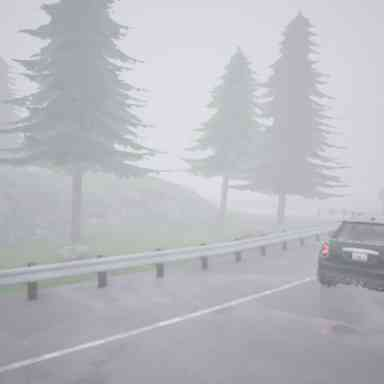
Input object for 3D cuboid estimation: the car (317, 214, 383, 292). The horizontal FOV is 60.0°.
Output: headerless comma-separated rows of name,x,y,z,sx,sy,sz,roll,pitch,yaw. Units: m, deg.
car,5.097,1.385,8.393,4.553,1.767,2.097,0,0,-42
